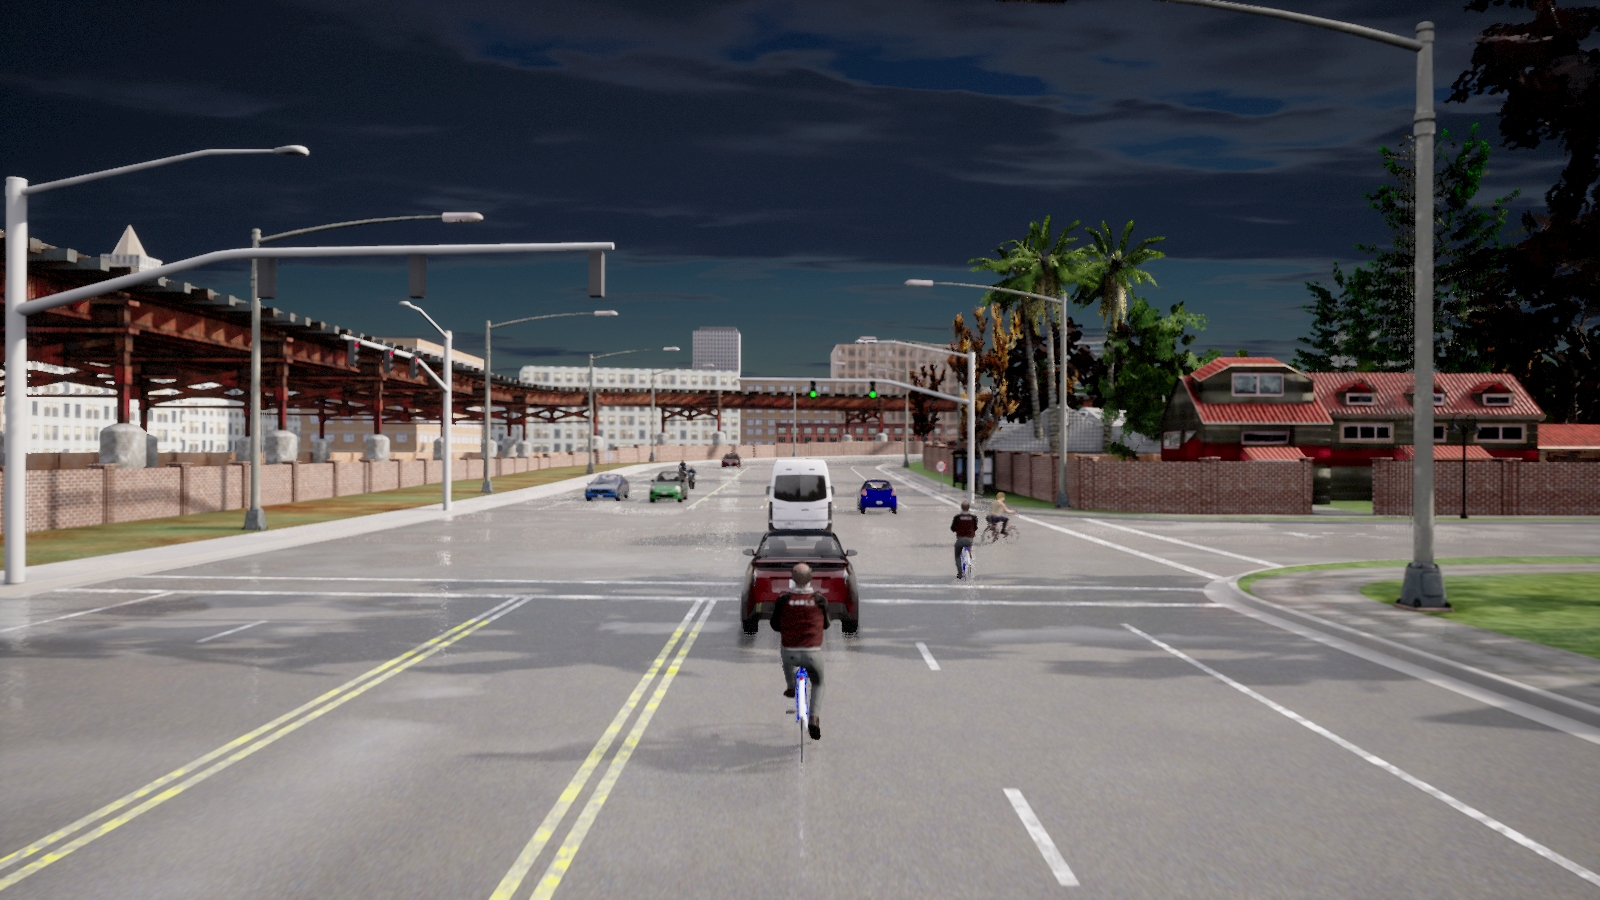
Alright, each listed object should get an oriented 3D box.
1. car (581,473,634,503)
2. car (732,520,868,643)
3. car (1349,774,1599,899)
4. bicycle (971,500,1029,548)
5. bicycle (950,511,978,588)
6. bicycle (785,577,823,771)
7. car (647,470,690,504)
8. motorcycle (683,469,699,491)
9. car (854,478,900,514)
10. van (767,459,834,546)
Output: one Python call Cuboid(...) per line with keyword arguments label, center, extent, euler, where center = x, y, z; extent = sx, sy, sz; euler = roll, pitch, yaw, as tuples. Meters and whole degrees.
Cuboid(label="car", center=(-10.494, 2.033, 62.678), extent=(2.033, 1.411, 5.357), euler=(0, 1, 0))
Cuboid(label="car", center=(0.001, 2.072, 19.072), extent=(2.007, 1.525, 4.514), euler=(0, 0, 0))
Cuboid(label="car", center=(3.331, 2.124, 2.288), extent=(2.033, 1.411, 5.357), euler=(0, 0, 2))
Cuboid(label="bicycle", center=(6.007, 2.213, 34.345), extent=(1.487, 1.301, 0.859), euler=(0, 4, -35))
Cuboid(label="bicycle", center=(3.520, 2.103, 24.544), extent=(0.329, 1.496, 1.835), euler=(0, 0, 0))
Cuboid(label="bicycle", center=(0.030, 2.068, 10.932), extent=(0.329, 1.496, 1.835), euler=(0, 0, 0))
Cuboid(label="car", center=(-6.995, 1.951, 61.097), extent=(1.851, 1.617, 3.988), euler=(0, 1, 0))
Cuboid(label="motorcycle", center=(-7.005, 1.948, 73.806), extent=(0.856, 1.341, 1.805), euler=(0, 1, 0))
Cuboid(label="car", center=(3.505, 2.087, 52.474), extent=(1.845, 1.501, 3.633), euler=(0, 0, 0))
Cuboid(label="van", center=(0.017, 1.584, 37.261), extent=(1.988, 2.561, 5.915), euler=(0, 0, 0))
